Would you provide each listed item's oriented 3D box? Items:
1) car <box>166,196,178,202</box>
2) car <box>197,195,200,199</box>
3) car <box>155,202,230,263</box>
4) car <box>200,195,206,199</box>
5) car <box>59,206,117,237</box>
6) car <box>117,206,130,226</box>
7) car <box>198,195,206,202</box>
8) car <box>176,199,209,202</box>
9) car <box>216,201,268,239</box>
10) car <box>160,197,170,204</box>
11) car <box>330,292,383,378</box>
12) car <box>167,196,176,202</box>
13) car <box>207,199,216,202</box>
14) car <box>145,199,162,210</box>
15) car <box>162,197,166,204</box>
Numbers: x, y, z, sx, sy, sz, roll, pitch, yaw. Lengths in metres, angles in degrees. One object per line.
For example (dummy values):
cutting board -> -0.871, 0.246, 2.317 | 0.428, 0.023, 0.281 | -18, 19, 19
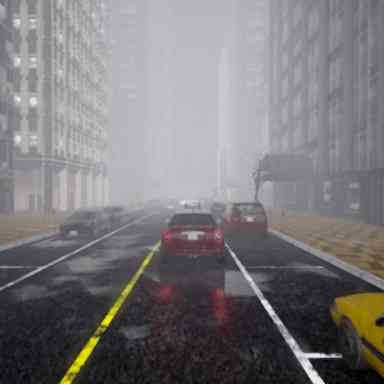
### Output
car -> -3.033, 1.777, 56.835 | 2.033, 1.411, 5.357 | 0, 0, 1
car -> 2.384, 1.803, 78.682 | 1.837, 1.490, 4.892 | 0, 0, 0
car -> 0.047, 1.406, 12.282 | 2.097, 1.767, 4.553 | 0, 0, 1
car -> 2.696, 1.655, 52.527 | 1.967, 1.590, 4.097 | -1, 0, 0
car -> -5.832, 1.647, 18.548 | 1.947, 1.339, 4.313 | -1, 0, 0
car -> -5.660, 1.670, 24.222 | 1.947, 1.339, 4.313 | -1, 0, 0
car -> 2.709, 1.655, 92.249 | 2.192, 1.841, 5.009 | -1, 0, 0
car -> 0.053, 1.608, 27.398 | 2.128, 1.511, 4.902 | 0, 0, 1
car -> 2.720, 1.394, 17.996 | 2.192, 1.841, 5.009 | -1, 0, 0
car -> -5.661, 1.795, 69.443 | 1.752, 1.417, 4.829 | -1, 0, 0
car -> 2.808, 1.539, 2.914 | 1.752, 1.417, 4.829 | -1, 0, 0
car -> -5.667, 1.890, 92.309 | 2.008, 1.369, 4.403 | -1, 0, 0
car -> 2.692, 1.715, 35.504 | 1.947, 1.339, 4.313 | -1, 0, 0
car -> -5.651, 1.775, 46.917 | 1.802, 1.307, 4.206 | -1, 0, 0
car -> -5.649, 1.781, 52.590 | 1.947, 1.339, 4.313 | -1, 0, 0
